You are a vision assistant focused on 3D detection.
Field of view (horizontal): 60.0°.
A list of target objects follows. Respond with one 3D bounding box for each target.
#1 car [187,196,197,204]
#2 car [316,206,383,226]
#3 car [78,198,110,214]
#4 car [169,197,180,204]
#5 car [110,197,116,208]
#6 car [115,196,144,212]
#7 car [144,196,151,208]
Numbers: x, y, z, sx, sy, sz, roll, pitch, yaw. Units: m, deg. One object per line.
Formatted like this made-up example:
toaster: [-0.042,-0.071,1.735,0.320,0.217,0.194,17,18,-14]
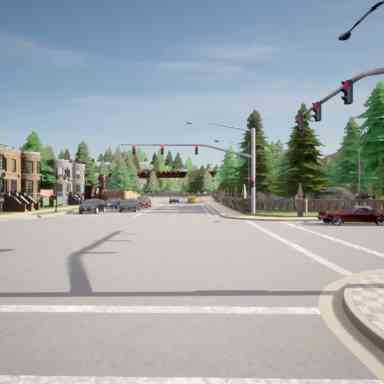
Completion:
car: [0.063,1.477,64.966,1.882,1.535,5.008,0,0,0]
car: [11.176,1.601,22.934,4.718,1.301,1.895,0,0,2]
car: [-10.595,1.505,35.559,1.837,1.490,4.892,0,0,0]
car: [-3.437,1.601,65.254,1.895,1.301,4.718,0,0,0]
car: [-10.597,1.491,44.980,2.128,1.511,4.902,0,0,0]
car: [-7.085,1.505,38.272,1.837,1.490,4.892,0,0,0]
car: [-7.082,1.352,47.478,2.097,1.767,4.553,0,0,0]
